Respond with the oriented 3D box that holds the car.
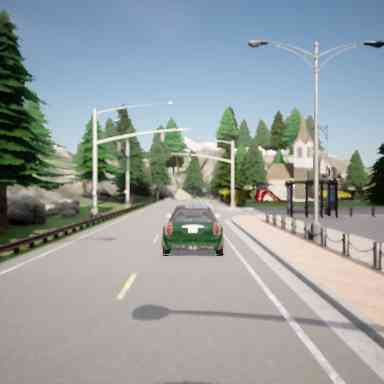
[{"bbox_3d":[0.047,1.251,12.910,2.097,1.767,4.553,0,0,1],"label":"car"}]
